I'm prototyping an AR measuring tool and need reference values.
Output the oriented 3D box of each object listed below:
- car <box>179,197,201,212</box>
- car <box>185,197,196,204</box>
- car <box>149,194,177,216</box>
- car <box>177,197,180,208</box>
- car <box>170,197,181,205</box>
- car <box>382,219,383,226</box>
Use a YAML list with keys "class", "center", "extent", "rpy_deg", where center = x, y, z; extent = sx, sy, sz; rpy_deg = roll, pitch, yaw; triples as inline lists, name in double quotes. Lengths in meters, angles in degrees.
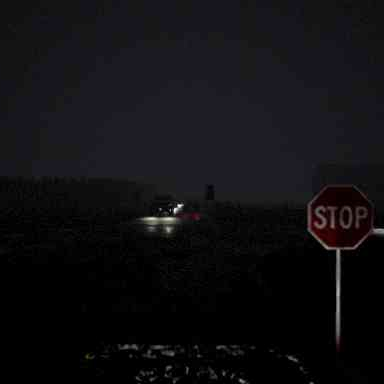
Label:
- class: "car"
  center: [-0.045, 1.513, 38.513]
  extent: [2.128, 1.511, 4.902]
  rpy_deg: [0, 0, 0]
- class: "car"
  center: [-0.250, 1.631, 65.657]
  extent: [2.033, 1.411, 5.357]
  rpy_deg: [0, 0, 0]
- class: "car"
  center: [-2.953, 1.236, 33.366]
  extent: [2.150, 2.045, 5.566]
  rpy_deg: [0, 0, -1]
- class: "car"
  center: [-3.034, 1.603, 47.627]
  extent: [1.994, 1.385, 4.181]
  rpy_deg: [0, 0, -1]
- class: "car"
  center: [-3.046, 1.678, 63.090]
  extent: [1.895, 1.301, 4.718]
  rpy_deg: [0, 0, 0]
- class: "car"
  center: [14.287, 1.702, 20.795]
  extent: [4.181, 1.385, 1.994]
  rpy_deg: [0, 0, -2]
